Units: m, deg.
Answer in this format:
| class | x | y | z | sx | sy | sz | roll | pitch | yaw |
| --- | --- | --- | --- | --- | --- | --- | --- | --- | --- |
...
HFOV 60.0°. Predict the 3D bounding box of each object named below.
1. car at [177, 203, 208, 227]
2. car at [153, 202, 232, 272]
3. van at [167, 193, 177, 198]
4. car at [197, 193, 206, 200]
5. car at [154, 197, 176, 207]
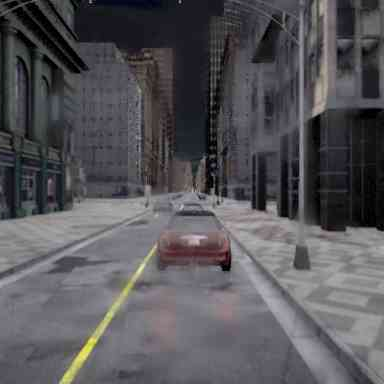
| class | x | y | z | sx | sy | sz | roll | pitch | yaw |
| --- | --- | --- | --- | --- | --- | --- | --- | --- | --- |
| car | 0.062 | 1.571 | 24.587 | 2.033 | 1.411 | 5.357 | 0 | 0 | 0 |
| car | 0.069 | 1.365 | 11.044 | 2.097 | 1.767 | 4.553 | 0 | 0 | 0 |
| van | -5.639 | 1.320 | 88.994 | 1.690 | 1.788 | 3.998 | 0 | 0 | 0 |
| car | 2.886 | 1.544 | 88.939 | 1.947 | 1.339 | 4.313 | 0 | 0 | 0 |
| car | -3.095 | 1.591 | 36.437 | 1.994 | 1.385 | 4.181 | 0 | 0 | 0 |
